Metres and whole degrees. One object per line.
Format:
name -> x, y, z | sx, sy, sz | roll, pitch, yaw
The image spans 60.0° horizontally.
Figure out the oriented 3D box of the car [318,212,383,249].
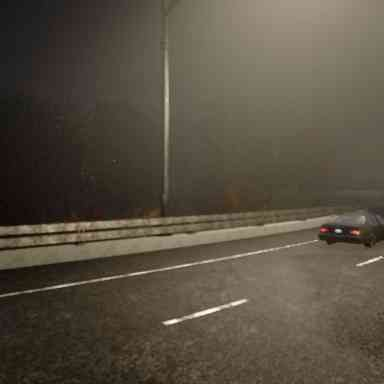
car -> 7.644, 1.611, 15.027 | 5.357, 1.411, 2.033 | 0, 0, -44
